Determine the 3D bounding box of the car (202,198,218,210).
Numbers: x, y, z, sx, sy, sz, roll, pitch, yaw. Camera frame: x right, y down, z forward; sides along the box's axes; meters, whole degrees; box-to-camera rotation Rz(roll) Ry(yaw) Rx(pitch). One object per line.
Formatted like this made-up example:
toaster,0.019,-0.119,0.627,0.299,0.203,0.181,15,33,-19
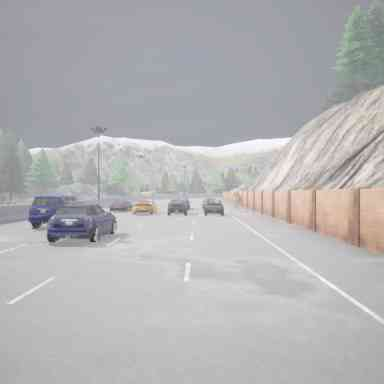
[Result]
car,2.283,1.526,43.285,1.812,1.442,4.674,0,0,1

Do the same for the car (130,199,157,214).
car,-4.849,1.478,35.116,1.882,1.535,5.008,0,0,1

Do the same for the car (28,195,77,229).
car,-8.569,1.223,21.875,2.150,2.045,5.566,0,0,1

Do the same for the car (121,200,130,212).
car,-8.275,1.563,38.825,1.994,1.385,4.181,0,0,0

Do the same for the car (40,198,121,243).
car,-5.164,1.352,16.193,2.097,1.767,4.553,0,0,1

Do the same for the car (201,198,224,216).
car,2.113,1.491,32.835,2.128,1.511,4.902,0,0,1

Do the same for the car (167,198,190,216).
car,-1.385,1.505,33.009,1.837,1.490,4.892,0,0,1
